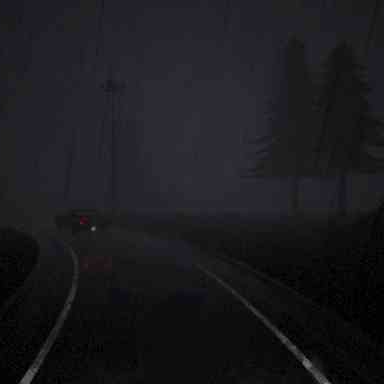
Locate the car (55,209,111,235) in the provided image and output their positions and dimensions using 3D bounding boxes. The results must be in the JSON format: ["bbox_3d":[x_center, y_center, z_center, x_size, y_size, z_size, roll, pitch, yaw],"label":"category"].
[{"bbox_3d":[-6.430,1.627,19.155,1.895,1.301,4.718,0,0,-36],"label":"car"}]
